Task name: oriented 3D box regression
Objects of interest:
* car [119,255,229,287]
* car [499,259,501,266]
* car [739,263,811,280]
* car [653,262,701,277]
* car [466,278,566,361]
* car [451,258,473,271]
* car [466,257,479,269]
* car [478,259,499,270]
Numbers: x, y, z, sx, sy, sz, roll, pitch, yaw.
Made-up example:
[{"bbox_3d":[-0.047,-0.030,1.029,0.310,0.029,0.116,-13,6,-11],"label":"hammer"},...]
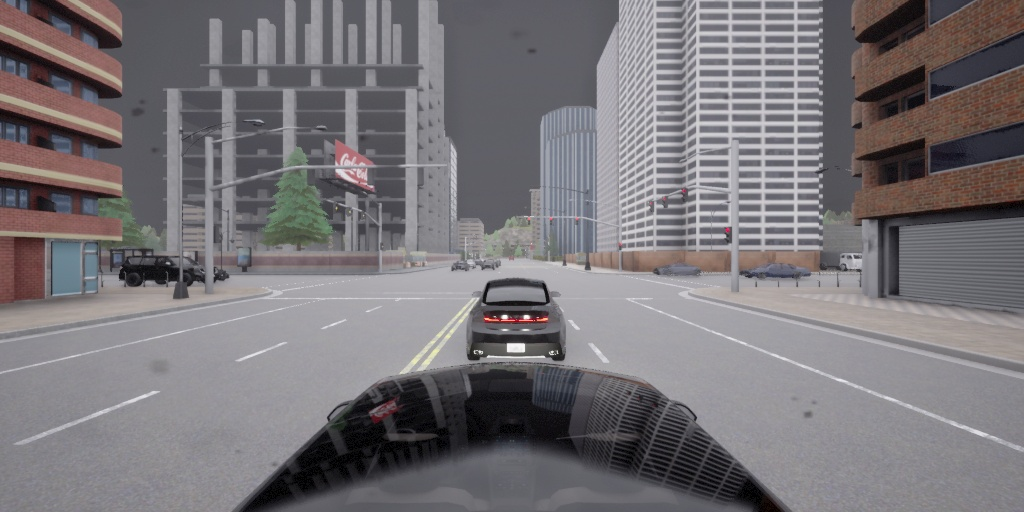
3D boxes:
[{"bbox_3d":[-22.809,0.972,24.025,5.566,2.045,2.150,0,0,0],"label":"car"},{"bbox_3d":[-3.276,1.228,60.987,1.882,1.535,5.008,0,0,1],"label":"car"},{"bbox_3d":[22.810,1.296,31.240,5.357,1.411,2.033,0,0,0],"label":"car"},{"bbox_3d":[15.952,1.314,34.738,4.181,1.385,1.994,0,0,0],"label":"car"},{"bbox_3d":[0.095,1.255,8.278,1.837,1.490,4.892,0,0,1],"label":"car"},{"bbox_3d":[-6.860,1.314,47.989,1.994,1.385,4.181,0,0,0],"label":"car"},{"bbox_3d":[-6.808,1.276,56.735,1.812,1.442,4.674,0,0,0],"label":"car"},{"bbox_3d":[-3.340,1.255,51.540,1.837,1.490,4.892,0,0,0],"label":"car"}]
